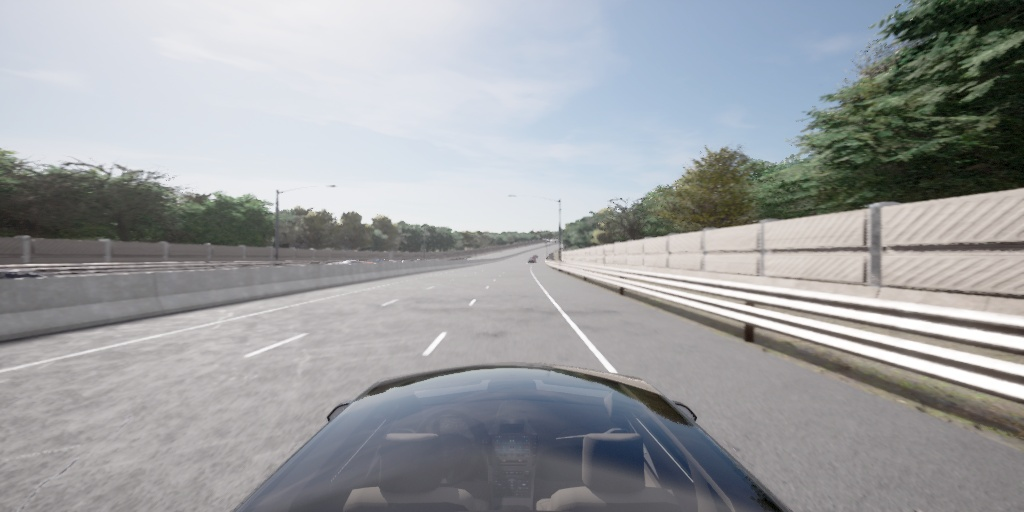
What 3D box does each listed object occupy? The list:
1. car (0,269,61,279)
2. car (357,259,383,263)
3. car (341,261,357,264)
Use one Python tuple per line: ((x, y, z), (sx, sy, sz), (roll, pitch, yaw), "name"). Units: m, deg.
((-17.551, 1.195, 11.588), (2.128, 1.511, 4.902), (0, 0, 1), "car")
((-20.025, 1.176, 52.083), (2.097, 1.767, 4.553), (0, 0, 3), "car")
((-23.517, 1.358, 52.147), (2.033, 1.411, 5.357), (0, 0, 3), "car")
